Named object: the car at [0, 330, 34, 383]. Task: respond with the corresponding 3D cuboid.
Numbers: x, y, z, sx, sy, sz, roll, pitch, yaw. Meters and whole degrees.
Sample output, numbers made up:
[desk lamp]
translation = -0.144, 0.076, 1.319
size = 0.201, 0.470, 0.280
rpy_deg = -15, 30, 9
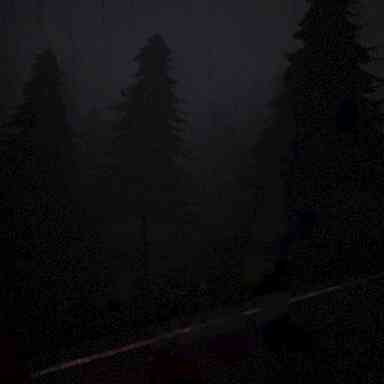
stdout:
[car]
translation = -3.194, 1.594, 1.331
size = 4.718, 1.301, 1.895
rpy_deg = 0, 0, -36
